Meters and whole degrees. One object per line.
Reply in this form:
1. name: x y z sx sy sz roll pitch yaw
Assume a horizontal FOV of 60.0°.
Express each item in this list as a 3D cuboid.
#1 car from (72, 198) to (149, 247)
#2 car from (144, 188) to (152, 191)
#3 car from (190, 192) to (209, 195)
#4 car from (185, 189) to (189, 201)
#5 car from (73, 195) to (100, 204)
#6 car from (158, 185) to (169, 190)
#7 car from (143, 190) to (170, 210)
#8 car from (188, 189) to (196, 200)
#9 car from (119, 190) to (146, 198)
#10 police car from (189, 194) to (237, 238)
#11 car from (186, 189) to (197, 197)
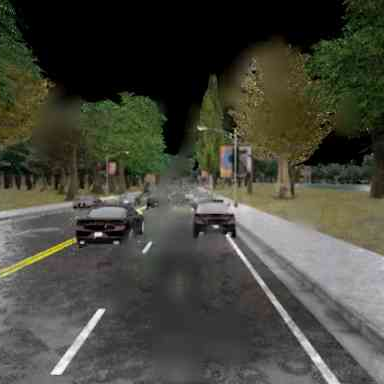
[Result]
1. car: -3.169 1.235 13.698 1.882 1.535 5.008 0 1 0
2. car: -9.851 -0.089 74.195 2.033 1.411 5.357 0 1 0
3. car: 0.940 1.031 25.871 1.837 1.490 4.892 0 1 0
4. car: -0.067 0.632 49.798 1.895 1.301 4.718 0 1 0
5. car: -9.888 0.970 31.806 1.994 1.385 4.181 0 1 0
6. car: -6.604 -0.700 76.436 2.150 2.045 5.566 0 1 0
7. car: -3.194 0.879 32.072 1.882 1.535 5.008 0 1 0
8. car: 0.931 0.758 31.837 2.097 1.767 4.553 0 1 0
9. car: -6.642 0.815 35.890 2.128 1.511 4.902 0 1 0
10. police car: 0.953 1.141 15.980 1.930 1.638 5.238 0 1 0
11. car: -0.091 0.107 67.284 2.128 1.511 4.902 0 1 0
